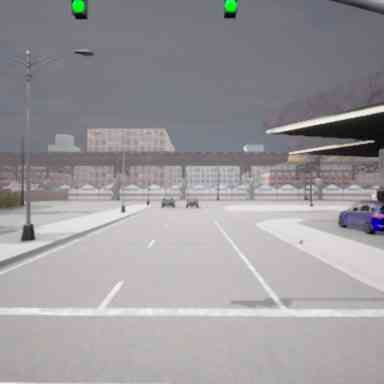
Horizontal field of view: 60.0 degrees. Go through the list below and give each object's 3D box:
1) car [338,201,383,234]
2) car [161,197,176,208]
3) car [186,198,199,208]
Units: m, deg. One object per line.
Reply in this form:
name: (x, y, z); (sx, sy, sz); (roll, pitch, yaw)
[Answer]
car: (9.716, 1.285, 17.916); (2.242, 1.667, 4.611); (0, 0, 0)
car: (-3.385, 1.464, 48.192); (2.128, 1.511, 4.902); (0, 0, 0)
car: (0.105, 1.520, 47.872); (2.033, 1.411, 5.357); (0, 0, 1)
